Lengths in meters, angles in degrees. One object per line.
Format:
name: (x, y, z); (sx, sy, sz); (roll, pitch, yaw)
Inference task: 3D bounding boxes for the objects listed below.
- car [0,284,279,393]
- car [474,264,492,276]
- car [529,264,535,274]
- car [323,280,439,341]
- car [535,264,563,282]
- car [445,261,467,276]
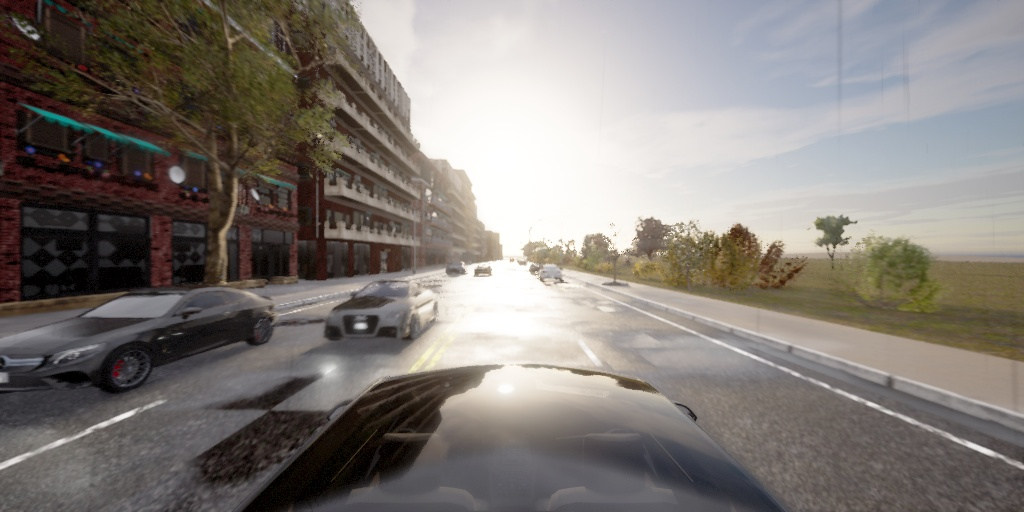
car: (-6.589, 1.311, 6.917); (1.812, 1.442, 4.674); (0, 0, 0)
car: (-3.353, 1.628, 41.804); (1.895, 1.301, 4.718); (0, 0, 0)
car: (3.335, 1.673, 48.152); (1.895, 1.301, 4.718); (0, 0, 0)
car: (-3.331, 1.368, 9.899); (1.994, 1.385, 4.181); (0, 0, 0)
car: (3.340, 1.482, 31.730); (1.812, 1.442, 4.674); (0, 0, 0)
car: (-6.598, 1.385, 42.866); (2.097, 1.767, 4.553); (0, 0, 0)
